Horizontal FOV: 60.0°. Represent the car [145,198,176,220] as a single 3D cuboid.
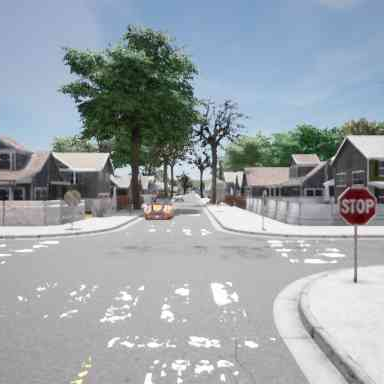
[{"bbox_3d":[-2.691,1.342,27.960,2.097,1.767,4.553,0,0,0],"label":"car"}]
